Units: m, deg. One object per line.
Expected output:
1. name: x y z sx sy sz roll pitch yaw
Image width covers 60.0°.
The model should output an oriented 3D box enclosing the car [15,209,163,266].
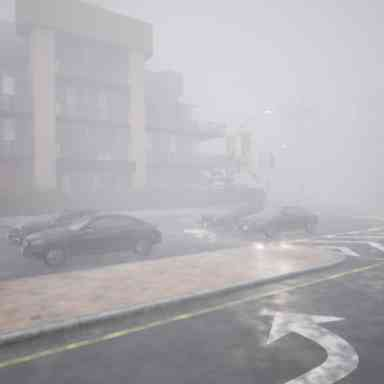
1. car: -3.252 1.469 11.449 4.674 1.442 1.812 -1 0 -34

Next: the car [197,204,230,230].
1. car: 2.958 1.364 19.873 5.357 1.411 2.033 -1 1 -34

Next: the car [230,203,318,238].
1. car: 4.396 1.354 16.619 4.674 1.442 1.812 -1 1 -34

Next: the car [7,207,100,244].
1. car: -5.181 1.445 14.360 4.892 1.490 1.837 -1 0 -34
